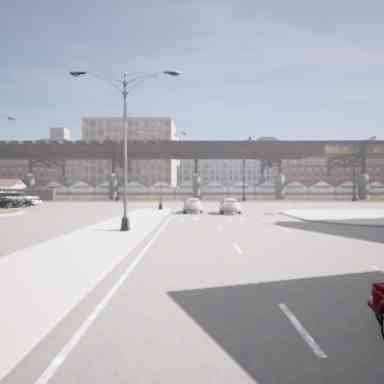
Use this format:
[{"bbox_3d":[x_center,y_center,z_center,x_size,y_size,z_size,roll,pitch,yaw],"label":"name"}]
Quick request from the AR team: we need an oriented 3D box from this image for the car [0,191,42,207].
[{"bbox_3d":[-22.935,0.950,43.983,5.566,2.045,2.150,0,0,0],"label":"car"}]

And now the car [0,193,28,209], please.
[{"bbox_3d":[-23.144,1.257,40.484,4.892,1.490,1.837,0,0,0],"label":"car"}]

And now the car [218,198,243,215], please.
[{"bbox_3d":[3.590,1.331,31.734,1.812,1.442,4.674,0,0,1],"label":"car"}]

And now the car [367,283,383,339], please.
[{"bbox_3d":[3.599,1.582,2.934,1.895,1.301,4.718,0,0,0],"label":"car"}]

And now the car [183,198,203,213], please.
[{"bbox_3d":[0.115,1.322,33.194,1.812,1.442,4.674,0,0,1],"label":"car"}]
